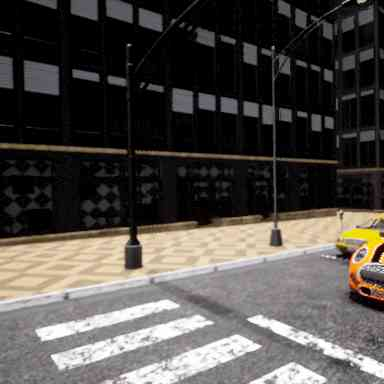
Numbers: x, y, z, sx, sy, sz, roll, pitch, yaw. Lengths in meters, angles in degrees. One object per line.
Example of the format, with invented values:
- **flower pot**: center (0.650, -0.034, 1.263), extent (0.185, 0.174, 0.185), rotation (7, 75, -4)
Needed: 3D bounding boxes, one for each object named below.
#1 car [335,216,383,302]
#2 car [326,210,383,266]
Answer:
- **car**: center (5.430, 1.279, 7.250), extent (4.553, 1.767, 2.097), rotation (-1, 0, -36)
- **car**: center (6.929, 1.420, 11.687), extent (4.829, 1.417, 1.752), rotation (-1, -1, -35)
